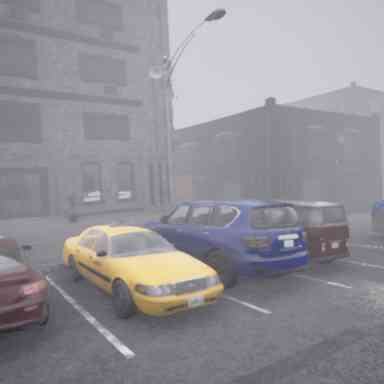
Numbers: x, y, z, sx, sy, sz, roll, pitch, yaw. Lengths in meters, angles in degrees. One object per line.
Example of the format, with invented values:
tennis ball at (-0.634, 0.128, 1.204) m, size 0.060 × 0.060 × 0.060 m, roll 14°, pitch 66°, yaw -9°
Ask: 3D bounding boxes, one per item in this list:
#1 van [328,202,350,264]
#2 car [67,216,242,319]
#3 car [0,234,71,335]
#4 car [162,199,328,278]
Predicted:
van at (2.780, 1.245, 11.130) m, size 1.878 × 1.987 × 4.442 m, roll 0°, pitch 0°, yaw -36°
car at (-1.487, 1.474, 7.716) m, size 1.946 × 1.575 × 5.366 m, roll 0°, pitch 0°, yaw -36°
car at (-3.967, 1.520, 6.171) m, size 2.002 × 1.452 × 4.674 m, roll 0°, pitch 0°, yaw -36°
car at (0.558, 1.223, 9.437) m, size 2.435 × 2.045 × 5.566 m, roll 0°, pitch 0°, yaw -36°
